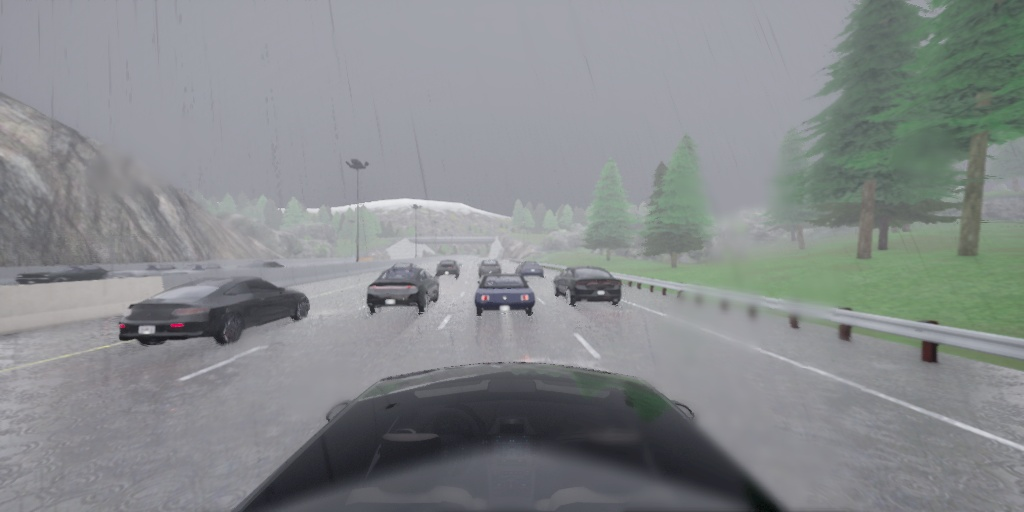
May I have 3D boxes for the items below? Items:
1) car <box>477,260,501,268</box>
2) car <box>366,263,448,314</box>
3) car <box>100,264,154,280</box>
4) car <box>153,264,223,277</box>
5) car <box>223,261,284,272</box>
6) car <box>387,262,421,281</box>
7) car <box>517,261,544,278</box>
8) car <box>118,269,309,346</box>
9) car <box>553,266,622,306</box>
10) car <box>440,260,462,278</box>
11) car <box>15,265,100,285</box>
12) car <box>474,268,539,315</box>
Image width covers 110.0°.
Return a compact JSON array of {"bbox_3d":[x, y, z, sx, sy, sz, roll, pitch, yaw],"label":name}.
[{"bbox_3d":[-1.946,1.077,31.006,2.128,1.511,4.902,0,0,-6],"label":"car"},{"bbox_3d":[-3.881,1.181,13.433,2.128,1.511,4.902,0,0,-3],"label":"car"},{"bbox_3d":[-26.245,1.261,26.059,1.895,1.301,4.718,0,0,-6],"label":"car"},{"bbox_3d":[-22.723,1.254,26.023,1.895,1.301,4.718,0,0,-6],"label":"car"},{"bbox_3d":[-19.363,1.143,27.557,1.837,1.490,4.892,0,0,-6],"label":"car"},{"bbox_3d":[-8.853,1.206,29.814,1.895,1.301,4.718,0,0,-6],"label":"car"},{"bbox_3d":[1.522,1.140,31.478,1.994,1.385,4.181,0,0,-6],"label":"car"},{"bbox_3d":[-7.161,1.246,9.236,1.812,1.442,4.674,0,0,-2],"label":"car"},{"bbox_3d":[3.007,1.144,15.243,1.882,1.535,5.008,0,0,-4],"label":"car"},{"bbox_3d":[-5.490,1.096,31.266,1.837,1.490,4.892,0,0,-6],"label":"car"},{"bbox_3d":[-29.561,1.278,24.119,1.895,1.301,4.718,0,0,-6],"label":"car"},{"bbox_3d":[-0.335,1.286,13.122,1.895,1.301,4.718,0,0,-3],"label":"car"}]
